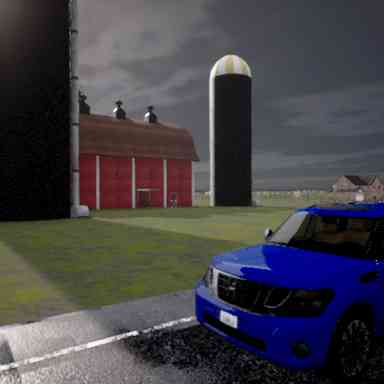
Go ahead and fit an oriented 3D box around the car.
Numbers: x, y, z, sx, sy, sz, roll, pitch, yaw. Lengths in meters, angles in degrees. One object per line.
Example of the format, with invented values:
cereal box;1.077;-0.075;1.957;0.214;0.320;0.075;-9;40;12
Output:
car;2.722;1.237;5.709;5.566;2.045;2.150;0;0;-35
